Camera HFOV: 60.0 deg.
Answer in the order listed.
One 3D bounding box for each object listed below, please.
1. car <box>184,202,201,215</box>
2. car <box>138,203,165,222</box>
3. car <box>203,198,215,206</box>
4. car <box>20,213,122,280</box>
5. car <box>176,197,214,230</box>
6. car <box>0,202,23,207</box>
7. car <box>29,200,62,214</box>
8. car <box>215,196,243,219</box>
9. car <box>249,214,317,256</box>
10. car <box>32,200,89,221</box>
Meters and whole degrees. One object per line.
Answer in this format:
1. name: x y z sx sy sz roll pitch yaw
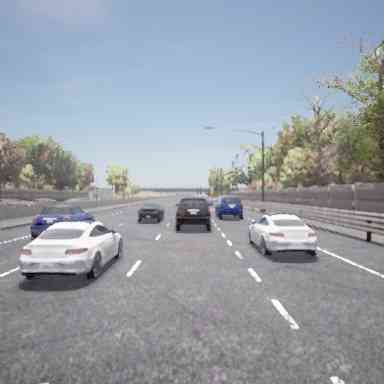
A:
1. car: 0.062 1.872 39.328 1.895 1.301 4.718 0 0 0
2. car: -3.429 1.699 28.488 1.837 1.490 4.892 0 0 0
3. car: 3.433 2.037 68.153 2.033 1.411 5.357 0 0 0
4. car: -3.410 1.594 10.100 1.812 1.442 4.674 0 0 0
5. car: 0.082 1.373 22.339 2.150 2.045 5.566 0 0 0
6. car: -21.135 1.866 38.544 1.895 1.301 4.718 0 0 0
7. car: -17.633 1.783 40.386 1.837 1.490 4.892 0 0 0
8. car: 3.470 1.437 31.566 2.150 2.045 5.566 0 0 0
9. car: 3.487 1.615 13.339 1.812 1.442 4.674 0 0 0
10. car: -6.917 1.476 18.301 2.097 1.767 4.553 0 0 0
